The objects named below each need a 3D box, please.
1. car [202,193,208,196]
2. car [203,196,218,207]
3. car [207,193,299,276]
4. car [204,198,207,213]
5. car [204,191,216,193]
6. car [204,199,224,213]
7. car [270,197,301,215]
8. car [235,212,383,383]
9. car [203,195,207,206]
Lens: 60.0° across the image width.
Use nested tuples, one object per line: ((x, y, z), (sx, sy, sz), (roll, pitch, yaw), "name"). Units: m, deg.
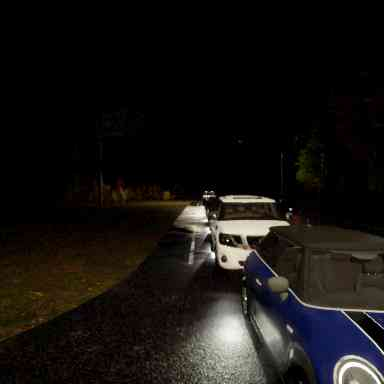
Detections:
((2.460, 1.275, 41.585), (2.128, 1.511, 4.902), (0, 0, 2), "car")
((2.646, 1.314, 47.994), (1.994, 1.385, 4.181), (0, 0, 2), "car")
((1.727, 1.160, 10.489), (2.150, 2.045, 5.566), (0, 0, 1), "car")
((2.012, 1.380, 23.076), (1.837, 1.490, 4.892), (0, 0, 1), "car")
((2.833, 0.938, 54.427), (2.150, 2.045, 5.566), (0, 0, 2), "car")
((2.303, 1.415, 35.419), (1.895, 1.301, 4.718), (0, 0, 1), "car")
((9.254, 1.341, 33.423), (1.837, 1.490, 4.892), (0, 0, 1), "car")
((1.940, 1.338, 4.143), (2.097, 1.767, 4.553), (0, 0, 0), "car")
((2.158, 1.322, 29.330), (1.882, 1.535, 5.008), (0, 0, 1), "car")
